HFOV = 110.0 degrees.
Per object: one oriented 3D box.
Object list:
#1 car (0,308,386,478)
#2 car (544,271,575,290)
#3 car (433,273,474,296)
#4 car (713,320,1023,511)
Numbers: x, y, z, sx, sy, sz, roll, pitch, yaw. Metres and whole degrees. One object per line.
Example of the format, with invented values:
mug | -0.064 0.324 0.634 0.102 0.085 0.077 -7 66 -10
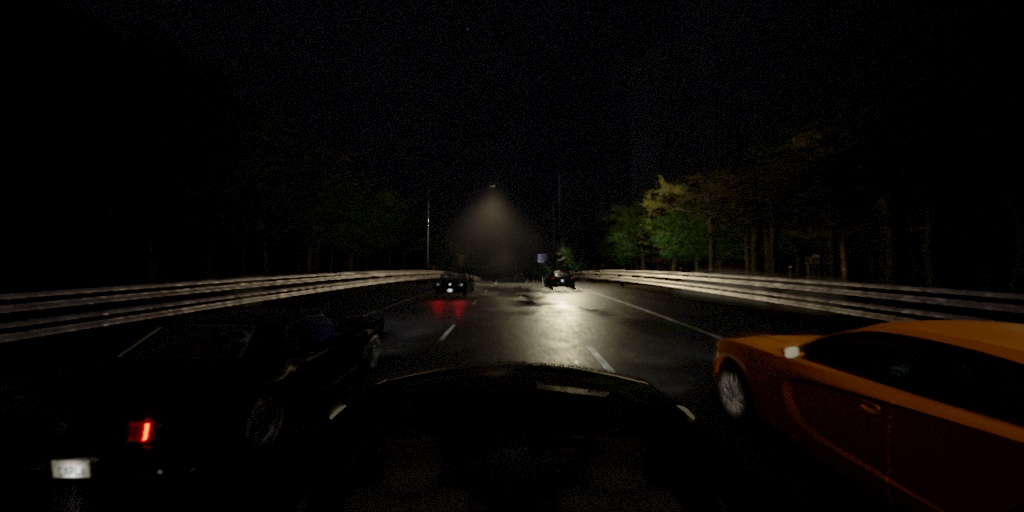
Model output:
car | -3.401 1.380 4.994 1.895 1.301 4.718 0 -1 0
car | 3.596 1.807 27.555 1.994 1.385 4.181 0 -2 0
car | -3.402 1.668 21.896 1.895 1.301 4.718 0 -2 0
car | 3.600 1.237 2.764 1.882 1.535 5.008 0 0 0
